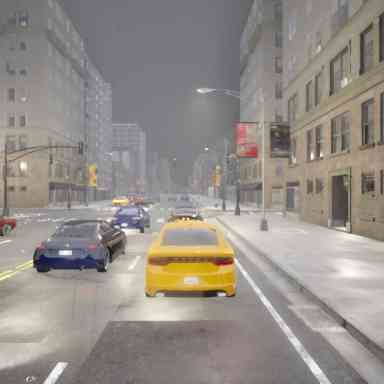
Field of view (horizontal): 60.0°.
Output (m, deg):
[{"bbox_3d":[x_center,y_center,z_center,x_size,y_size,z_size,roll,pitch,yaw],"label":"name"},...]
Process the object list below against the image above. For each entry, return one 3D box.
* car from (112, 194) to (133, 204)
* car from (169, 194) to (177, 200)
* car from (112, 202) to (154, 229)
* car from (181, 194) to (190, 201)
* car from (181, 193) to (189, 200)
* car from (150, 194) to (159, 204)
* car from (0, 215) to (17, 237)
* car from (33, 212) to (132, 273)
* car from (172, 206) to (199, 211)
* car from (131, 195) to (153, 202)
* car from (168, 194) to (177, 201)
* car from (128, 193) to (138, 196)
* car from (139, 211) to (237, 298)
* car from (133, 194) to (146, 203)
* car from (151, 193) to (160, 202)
[{"bbox_3d":[-10.899,1.491,51.128,1.882,1.535,5.008,0,0,-1],"label":"car"},{"bbox_3d":[-5.164,1.369,91.804,2.097,1.767,4.553,0,0,-1],"label":"car"},{"bbox_3d":[-3.535,1.528,19.464,1.812,1.442,4.674,0,0,-1],"label":"car"},{"bbox_3d":[-1.677,1.367,80.625,2.097,1.767,4.553,0,0,-1],"label":"car"},{"bbox_3d":[-1.889,1.237,90.626,2.097,1.767,4.553,0,0,-1],"label":"car"},{"bbox_3d":[-7.816,1.563,60.733,2.033,1.411,5.357,0,0,-1],"label":"car"},{"bbox_3d":[-10.089,1.602,15.171,1.895,1.301,4.718,0,0,0],"label":"car"},{"bbox_3d":[-3.356,1.564,10.722,1.994,1.385,4.181,0,0,-1],"label":"car"},{"bbox_3d":[-0.354,1.507,18.065,1.837,1.490,4.892,0,0,-1],"label":"car"},{"bbox_3d":[-7.646,1.614,51.090,1.895,1.301,4.718,0,0,-1],"label":"car"},{"bbox_3d":[-4.962,1.567,82.205,1.994,1.385,4.181,0,0,-1],"label":"car"},{"bbox_3d":[-11.075,1.237,61.063,2.150,2.045,5.566,0,0,-1],"label":"car"},{"bbox_3d":[-0.054,1.478,8.584,1.882,1.535,5.008,0,0,-1],"label":"car"},{"bbox_3d":[-11.227,1.371,71.052,2.097,1.767,4.553,0,0,-1],"label":"car"},{"bbox_3d":[-7.980,1.241,71.208,2.150,2.045,5.566,0,0,-1],"label":"car"}]
